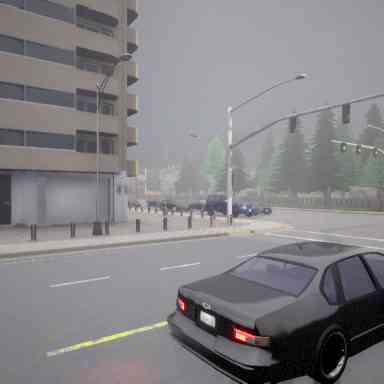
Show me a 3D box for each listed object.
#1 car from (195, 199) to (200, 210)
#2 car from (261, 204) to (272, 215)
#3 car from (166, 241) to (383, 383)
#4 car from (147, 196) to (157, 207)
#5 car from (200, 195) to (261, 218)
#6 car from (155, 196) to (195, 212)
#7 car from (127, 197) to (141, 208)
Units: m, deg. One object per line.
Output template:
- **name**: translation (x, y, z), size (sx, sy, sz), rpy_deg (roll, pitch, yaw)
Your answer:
- **car**: translation (1.094, 1.581, 40.992), size (1.812, 1.442, 4.674), rpy_deg (0, 0, -36)
- **car**: translation (6.127, 1.619, 33.990), size (1.994, 1.385, 4.181), rpy_deg (0, 0, -36)
- **car**: translation (2.238, 1.547, 5.377), size (5.357, 1.411, 2.033), rpy_deg (0, 0, -35)
- **car**: translation (-4.854, 1.409, 49.249), size (2.097, 1.767, 4.553), rpy_deg (0, 0, -36)
- **car**: translation (3.506, 1.277, 31.639), size (2.150, 2.045, 5.566), rpy_deg (0, 0, -36)
- **car**: translation (-2.089, 1.560, 39.408), size (1.837, 1.490, 4.892), rpy_deg (0, 0, -36)
- **car**: translation (-9.250, 1.560, 49.364), size (1.837, 1.490, 4.892), rpy_deg (0, 0, -36)
